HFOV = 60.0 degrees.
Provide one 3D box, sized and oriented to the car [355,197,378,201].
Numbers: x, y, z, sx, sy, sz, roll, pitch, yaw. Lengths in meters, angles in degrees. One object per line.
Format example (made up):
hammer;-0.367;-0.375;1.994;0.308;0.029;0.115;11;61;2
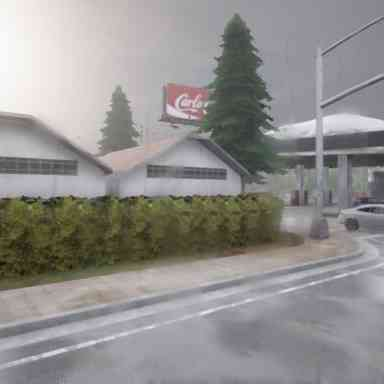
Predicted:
car;20.837;1.458;39.397;4.611;1.667;2.242;0;0;-36

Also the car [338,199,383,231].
car;9.784;1.363;16.748;1.812;1.442;4.674;0;2;-36

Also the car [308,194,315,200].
car;31.827;1.287;88.908;2.152;1.636;5.027;0;0;-36
